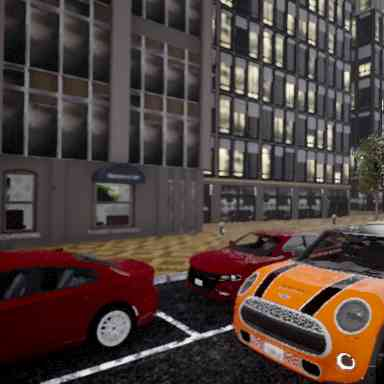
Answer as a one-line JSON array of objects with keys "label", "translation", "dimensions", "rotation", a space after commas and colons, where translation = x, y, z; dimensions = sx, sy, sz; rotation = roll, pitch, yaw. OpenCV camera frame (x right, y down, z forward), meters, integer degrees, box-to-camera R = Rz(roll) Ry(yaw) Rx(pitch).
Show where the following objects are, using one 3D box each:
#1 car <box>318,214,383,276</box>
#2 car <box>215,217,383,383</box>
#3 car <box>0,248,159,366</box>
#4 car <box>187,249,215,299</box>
[{"label": "car", "translation": [6.437, 1.562, 11.134], "dimensions": [4.829, 1.417, 1.752], "rotation": [0, 1, -35]}, {"label": "car", "translation": [2.837, 1.369, 5.384], "dimensions": [4.553, 1.767, 2.097], "rotation": [0, 0, -35]}, {"label": "car", "translation": [-2.637, 1.546, 4.663], "dimensions": [4.507, 1.381, 1.887], "rotation": [0, 1, -35]}, {"label": "car", "translation": [1.969, 1.564, 7.948], "dimensions": [4.507, 1.381, 1.887], "rotation": [0, 1, -35]}]
